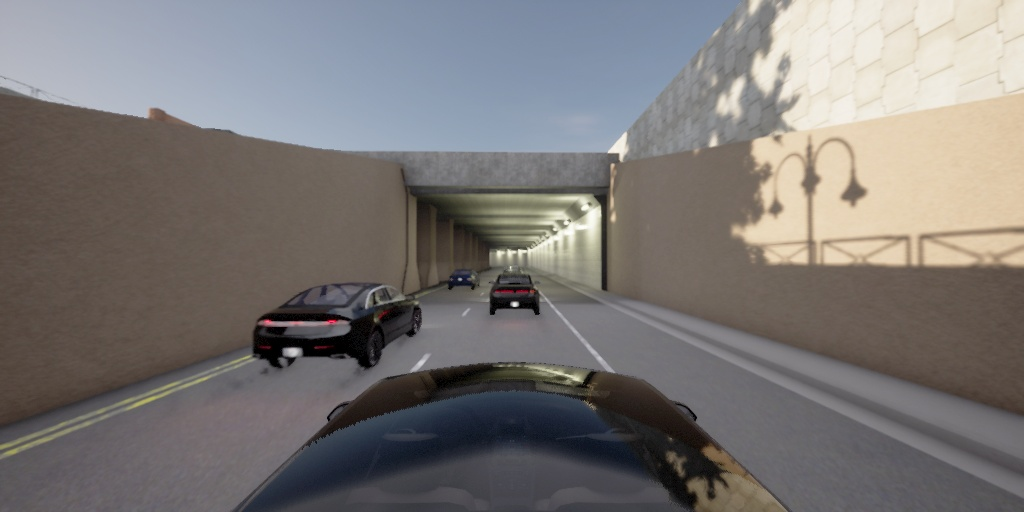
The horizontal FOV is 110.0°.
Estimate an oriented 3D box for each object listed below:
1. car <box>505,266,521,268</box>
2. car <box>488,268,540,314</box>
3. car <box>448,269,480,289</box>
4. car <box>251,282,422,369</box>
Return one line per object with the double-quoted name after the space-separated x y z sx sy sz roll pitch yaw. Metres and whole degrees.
0.096 1.629 31.330 2.128 1.511 4.902 0 -1 0 "car"
0.099 1.423 14.604 1.837 1.490 4.892 0 -1 0 "car"
-3.403 1.615 25.988 2.033 1.411 5.357 0 -1 0 "car"
-3.407 1.323 8.002 2.128 1.511 4.902 0 -1 0 "car"
